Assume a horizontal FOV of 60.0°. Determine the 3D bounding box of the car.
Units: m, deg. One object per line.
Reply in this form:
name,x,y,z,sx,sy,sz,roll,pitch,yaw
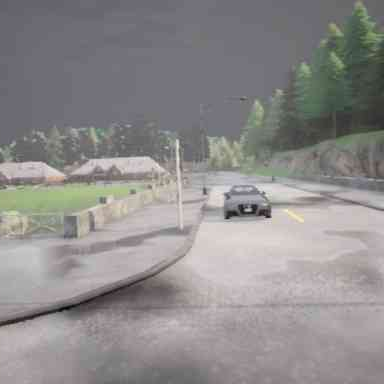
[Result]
car,2.431,0.405,15.484,1.994,1.385,4.181,-2,4,5
